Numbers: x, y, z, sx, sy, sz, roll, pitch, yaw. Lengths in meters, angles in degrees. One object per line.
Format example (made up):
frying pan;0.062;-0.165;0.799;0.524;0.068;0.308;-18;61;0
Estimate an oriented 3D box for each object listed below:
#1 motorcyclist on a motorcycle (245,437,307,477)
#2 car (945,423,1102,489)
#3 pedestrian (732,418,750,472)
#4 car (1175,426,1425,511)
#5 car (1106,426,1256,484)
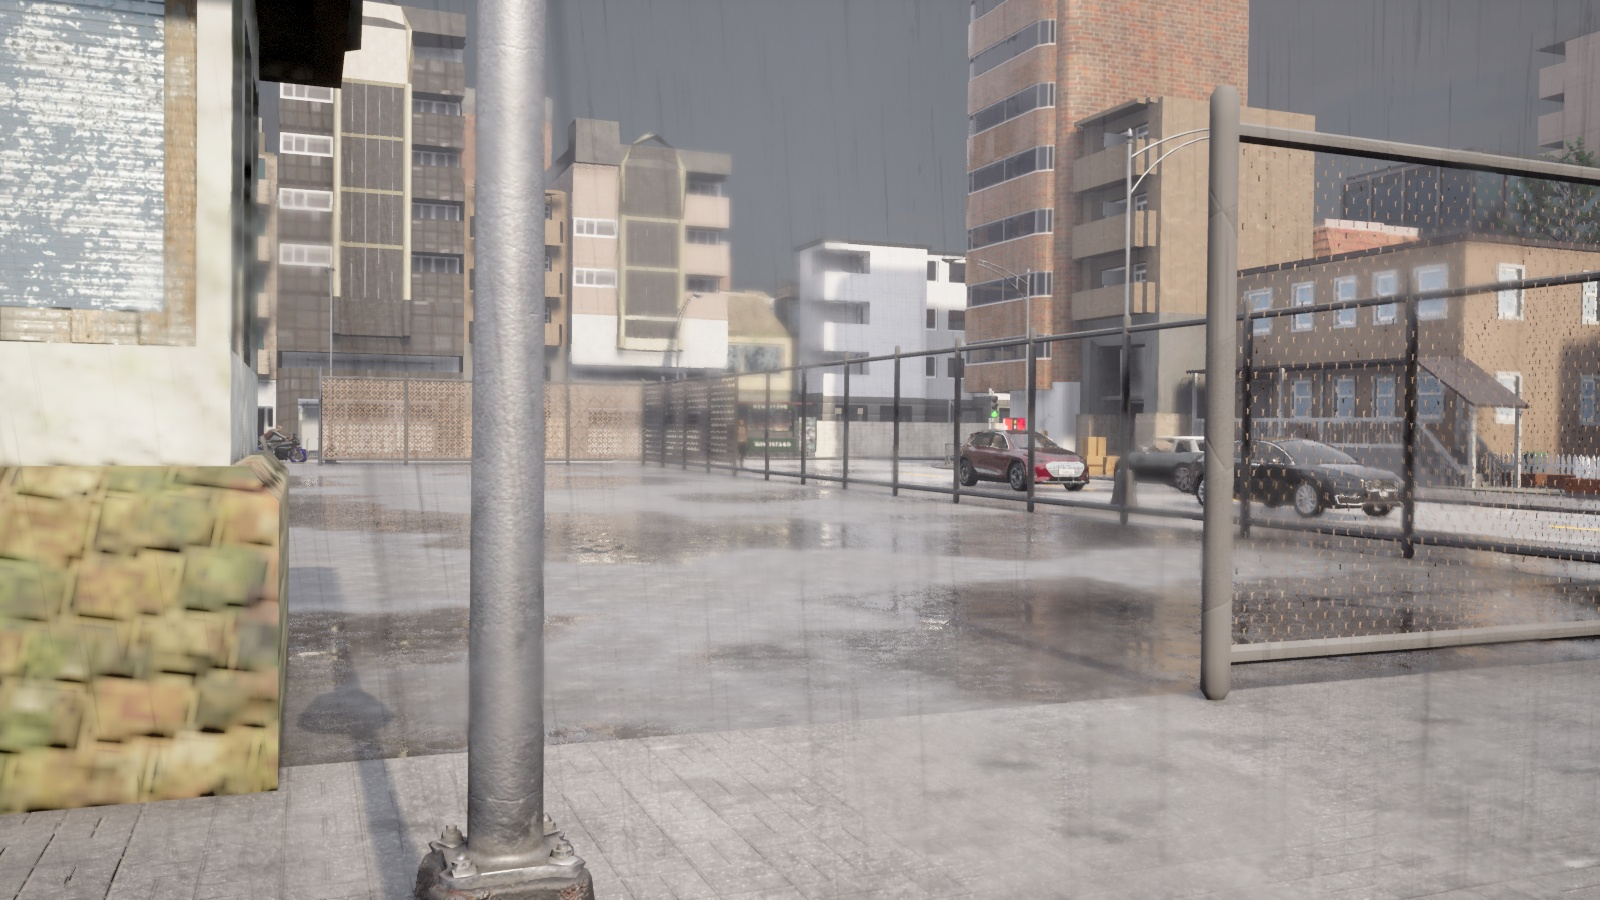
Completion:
motorcyclist on a motorcycle;-20.440;0.256;49.029;2.191;1.530;0.866;-1;1;-21
car;5.986;0.105;34.336;2.033;1.649;4.856;-1;1;-20
pedestrian;-2.045;-0.179;43.538;0.331;1.846;0.634;-1;1;-30
car;9.728;0.292;24.917;1.837;1.490;4.892;-1;1;-20
car;10.303;0.095;34.226;1.970;1.475;3.806;-1;1;-22
